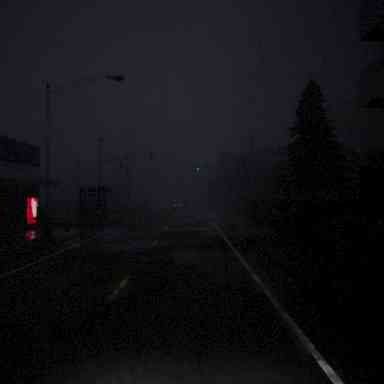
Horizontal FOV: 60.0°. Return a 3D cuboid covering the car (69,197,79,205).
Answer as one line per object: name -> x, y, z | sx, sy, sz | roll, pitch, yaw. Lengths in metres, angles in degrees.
car -> -25.919, 1.968, 72.192 | 1.932, 1.855, 4.605 | 0, -1, 0

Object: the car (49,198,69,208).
car -> -22.587, 1.943, 55.141 | 1.970, 1.475, 3.806 | 0, -1, 0
